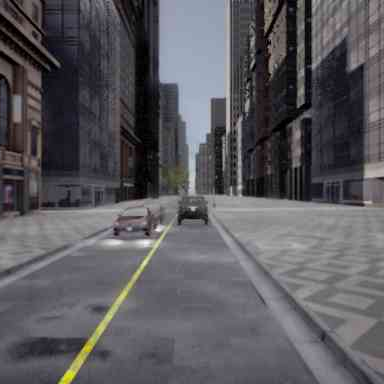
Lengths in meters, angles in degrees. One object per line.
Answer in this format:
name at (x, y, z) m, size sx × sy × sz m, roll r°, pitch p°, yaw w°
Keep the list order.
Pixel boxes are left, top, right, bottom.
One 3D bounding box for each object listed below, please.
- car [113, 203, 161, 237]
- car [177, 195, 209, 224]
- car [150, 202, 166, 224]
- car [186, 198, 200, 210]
car at (-3.006, 1.530, 18.362) m, size 1.812 × 1.442 × 4.674 m, roll 0°, pitch 0°, yaw 0°
car at (0.083, 1.230, 24.634) m, size 2.150 × 2.045 × 5.566 m, roll 0°, pitch 0°, yaw 0°
car at (-2.990, 1.531, 25.232) m, size 1.812 × 1.442 × 4.674 m, roll 0°, pitch 0°, yaw 0°
car at (0.105, 1.530, 43.756) m, size 1.812 × 1.442 × 4.674 m, roll 0°, pitch 0°, yaw 0°
